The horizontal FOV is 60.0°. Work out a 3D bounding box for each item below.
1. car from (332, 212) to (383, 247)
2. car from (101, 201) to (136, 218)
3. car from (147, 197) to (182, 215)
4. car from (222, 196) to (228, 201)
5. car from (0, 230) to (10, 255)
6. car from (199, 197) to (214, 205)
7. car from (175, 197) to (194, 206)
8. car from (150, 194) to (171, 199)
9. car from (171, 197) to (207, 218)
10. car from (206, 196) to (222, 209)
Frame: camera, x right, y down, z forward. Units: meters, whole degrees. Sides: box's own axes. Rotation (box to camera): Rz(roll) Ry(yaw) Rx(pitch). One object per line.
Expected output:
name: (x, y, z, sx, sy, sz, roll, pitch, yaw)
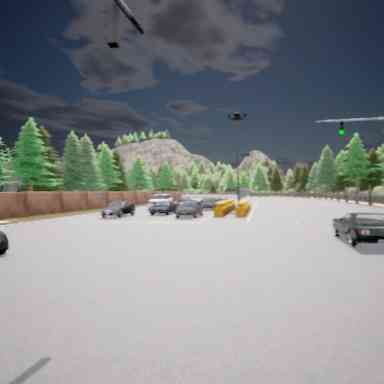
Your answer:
car: (7.364, 1.493, 14.207, 1.895, 1.301, 4.718, -1, 0, 12)
car: (-6.970, 1.626, 31.895, 2.128, 1.511, 4.902, -1, 0, 12)
car: (-2.808, 1.617, 34.605, 2.033, 1.411, 5.357, -1, 0, 12)
car: (4.808, 1.453, 53.566, 2.128, 1.511, 4.902, -1, 0, 12)
car: (-8.868, 1.715, 12.665, 4.181, 1.385, 1.994, -1, 0, 33)
car: (2.640, 1.602, 59.935, 1.895, 1.301, 4.718, -1, 0, 12)
car: (-1.243, 1.609, 58.627, 2.033, 1.411, 5.357, -1, 0, 13)
car: (-4.236, 1.315, 44.745, 2.150, 2.045, 5.566, -1, 1, 12)
car: (-0.158, 1.529, 30.275, 1.837, 1.490, 4.892, -1, 0, 12)
car: (2.216, 1.500, 41.444, 1.837, 1.490, 4.892, -1, 0, 12)
